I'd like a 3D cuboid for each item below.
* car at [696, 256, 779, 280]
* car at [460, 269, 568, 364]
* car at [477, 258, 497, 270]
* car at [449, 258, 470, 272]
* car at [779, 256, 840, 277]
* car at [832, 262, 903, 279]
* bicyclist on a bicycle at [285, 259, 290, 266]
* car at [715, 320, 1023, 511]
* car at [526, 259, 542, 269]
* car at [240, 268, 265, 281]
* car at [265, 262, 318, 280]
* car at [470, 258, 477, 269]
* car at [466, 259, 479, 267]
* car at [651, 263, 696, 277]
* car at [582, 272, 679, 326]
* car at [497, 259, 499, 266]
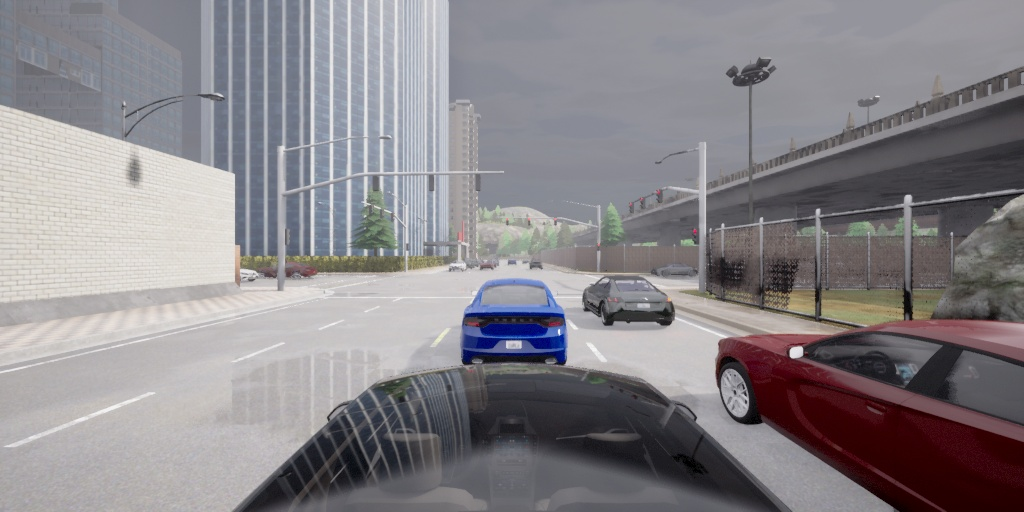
[{"bbox_3d":[19.999,1.027,31.980,5.566,2.045,2.150,0,0,0],"label":"car"},{"bbox_3d":[0.053,1.228,8.049,1.882,1.535,5.008,0,0,1],"label":"car"},{"bbox_3d":[-3.579,1.351,51.894,1.895,1.301,4.718,0,0,0],"label":"car"},{"bbox_3d":[-7.086,1.276,47.271,1.812,1.442,4.674,0,0,0],"label":"car"},{"bbox_3d":[29.438,1.024,35.500,5.566,2.045,2.150,0,0,0],"label":"car"},{"bbox_3d":[32.015,1.406,32.002,4.718,1.301,1.895,0,0,0],"label":"car"},{"bbox_3d":[-25.296,1.106,40.175,0.582,1.620,1.656,0,0,0],"label":"bicyclist on a bicycle"},{"bbox_3d":[3.601,1.228,2.715,1.882,1.535,5.008,0,0,0],"label":"car"},{"bbox_3d":[3.572,1.255,54.883,1.837,1.490,4.892,0,0,0],"label":"car"},{"bbox_3d":[-22.634,1.331,28.218,4.674,1.442,1.812,0,0,0],"label":"car"},{"bbox_3d":[-20.059,1.283,31.903,5.008,1.535,1.882,0,0,0],"label":"car"},{"bbox_3d":[-7.078,1.102,56.136,2.097,1.767,4.553,0,0,0],"label":"car"},{"bbox_3d":[-7.051,1.314,64.776,1.994,1.385,4.181,0,0,-1],"label":"car"},{"bbox_3d":[16.021,1.369,35.475,4.181,1.385,1.994,0,0,0],"label":"car"},{"bbox_3d":[3.576,1.314,11.709,1.994,1.385,4.181,0,0,0],"label":"car"},{"bbox_3d":[-3.566,1.351,61.058,1.895,1.301,4.718,0,0,0],"label":"car"}]
